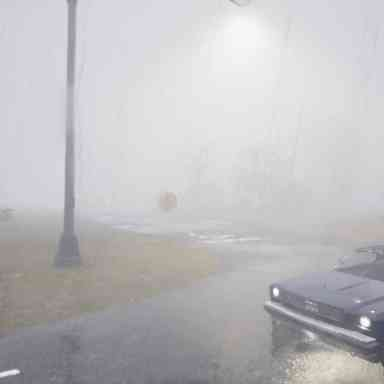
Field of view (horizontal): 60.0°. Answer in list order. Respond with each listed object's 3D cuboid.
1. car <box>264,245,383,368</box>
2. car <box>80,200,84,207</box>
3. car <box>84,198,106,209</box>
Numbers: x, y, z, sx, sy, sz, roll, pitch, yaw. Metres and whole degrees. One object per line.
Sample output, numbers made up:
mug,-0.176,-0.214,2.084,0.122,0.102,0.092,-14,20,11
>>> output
car,3.516,1.669,5.754,4.718,1.301,1.895,0,0,-32
car,-18.230,1.923,58.166,2.128,1.511,4.902,1,-1,-31
car,-15.274,1.758,53.256,2.097,1.767,4.553,1,-1,-30
